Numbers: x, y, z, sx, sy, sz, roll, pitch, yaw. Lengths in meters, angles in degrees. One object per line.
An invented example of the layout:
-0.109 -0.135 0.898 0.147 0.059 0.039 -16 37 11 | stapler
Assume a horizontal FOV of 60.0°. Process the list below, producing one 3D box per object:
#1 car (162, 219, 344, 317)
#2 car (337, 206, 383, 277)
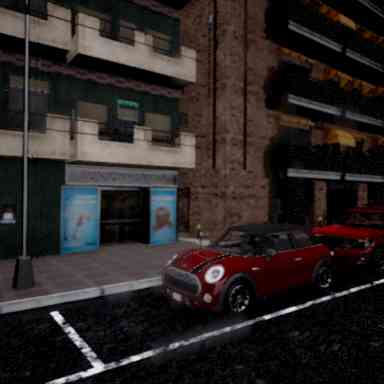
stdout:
1.336 1.495 7.538 4.097 1.590 1.967 1 0 -36 | car
5.906 1.415 10.839 5.009 1.841 2.192 1 0 -36 | car
